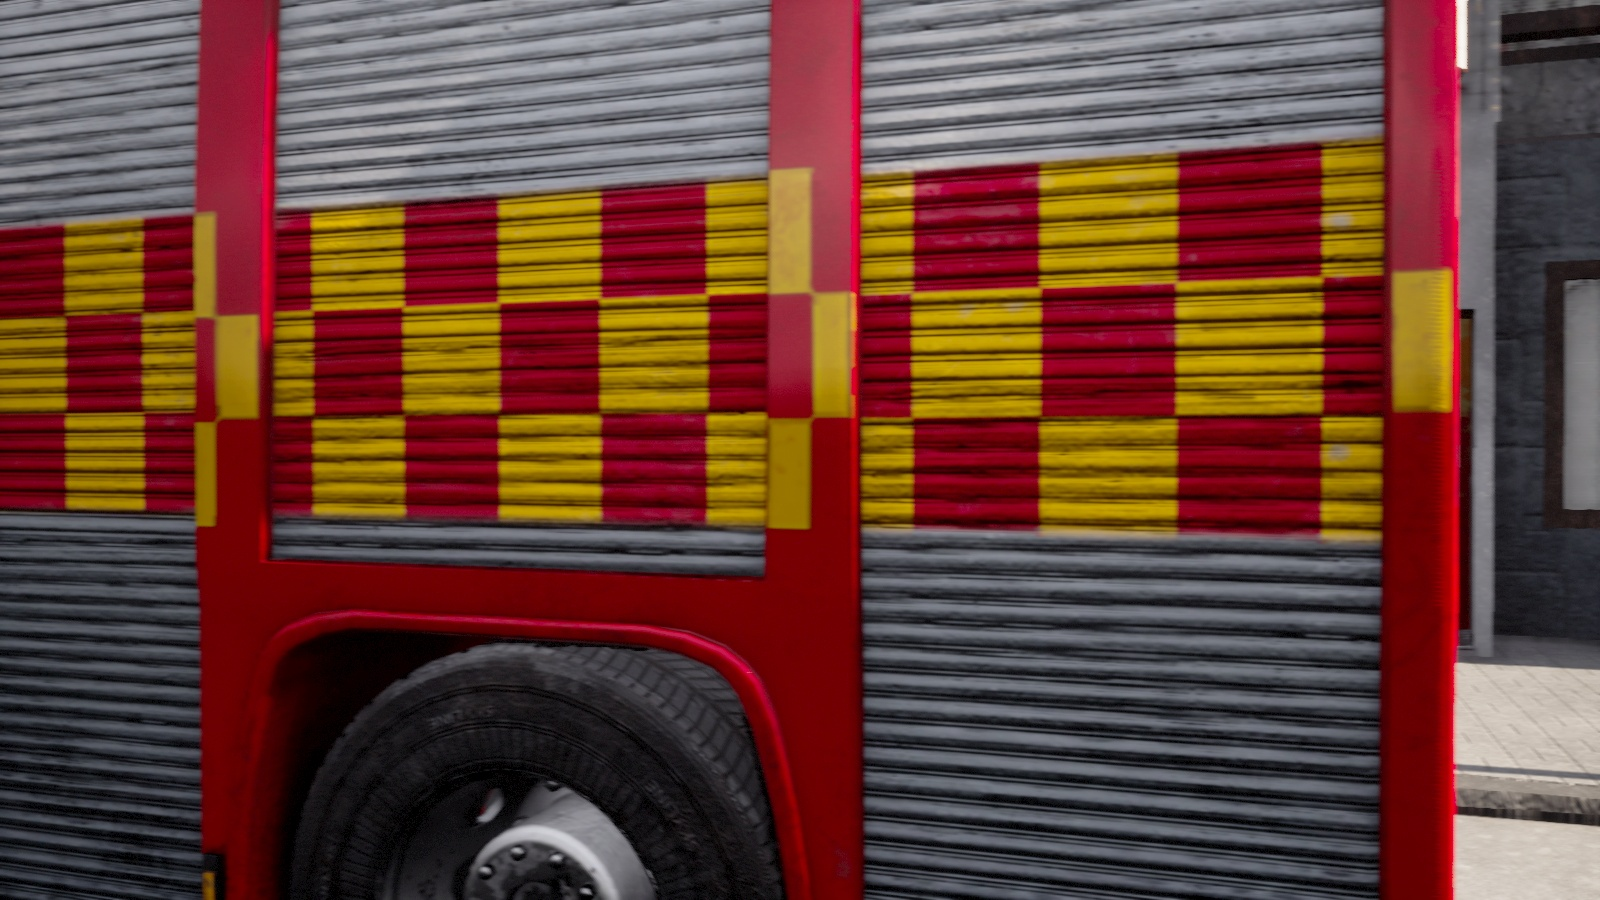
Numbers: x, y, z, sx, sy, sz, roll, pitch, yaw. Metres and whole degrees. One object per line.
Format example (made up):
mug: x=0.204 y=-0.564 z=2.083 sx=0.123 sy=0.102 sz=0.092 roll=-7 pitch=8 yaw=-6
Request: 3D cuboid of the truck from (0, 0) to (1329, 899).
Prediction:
truck: x=-2.752 y=-0.423 z=4.628 sx=8.468 sy=3.827 sz=2.891 roll=1 pitch=1 yaw=19
